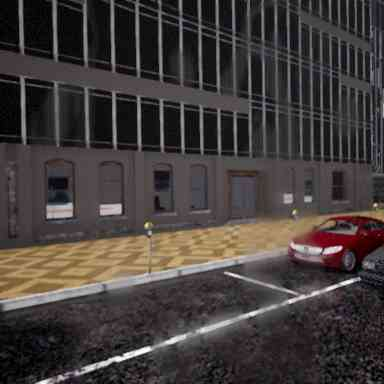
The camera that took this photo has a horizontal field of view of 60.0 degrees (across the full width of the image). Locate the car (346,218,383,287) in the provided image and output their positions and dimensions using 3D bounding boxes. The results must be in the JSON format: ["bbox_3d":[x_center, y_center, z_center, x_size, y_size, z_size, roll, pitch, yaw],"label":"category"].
[{"bbox_3d":[6.070,1.356,7.759,5.357,1.411,2.033,-1,1,-36],"label":"car"}]

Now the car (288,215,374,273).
[{"bbox_3d":[4.676,1.387,9.947,4.206,1.307,1.802,-1,1,-36],"label":"car"}]
